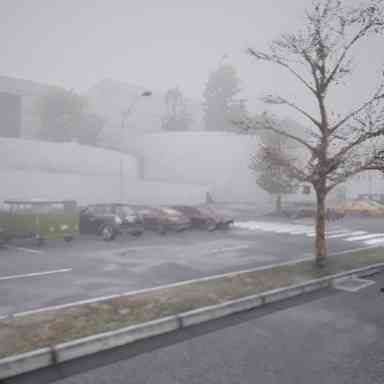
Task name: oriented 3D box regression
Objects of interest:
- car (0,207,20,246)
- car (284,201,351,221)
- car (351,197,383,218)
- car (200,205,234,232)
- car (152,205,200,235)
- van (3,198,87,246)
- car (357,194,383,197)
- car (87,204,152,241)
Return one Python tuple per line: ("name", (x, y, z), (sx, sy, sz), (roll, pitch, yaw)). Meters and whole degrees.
("car", (-9.501, 1.496, 13.492), (4.892, 1.521, 2.231), (-1, -1, 35))
("car", (10.042, 1.536, 27.374), (4.792, 1.488, 2.163), (-1, -1, 35))
("car", (14.754, 1.506, 30.969), (5.366, 1.575, 1.946), (-1, 0, 35))
("car", (0.260, 1.530, 20.413), (4.792, 1.488, 2.163), (-1, -1, 35))
("car", (-2.212, 1.540, 18.680), (4.674, 1.452, 2.002), (-1, -1, 35))
("van", (-7.174, 1.272, 15.292), (4.442, 1.987, 1.878), (-1, -1, 35))
("car", (19.830, 1.246, 34.343), (5.566, 2.045, 2.435), (-1, -1, 35))
("car", (-4.620, 1.372, 16.938), (4.553, 1.767, 2.185), (-1, -1, 35))
